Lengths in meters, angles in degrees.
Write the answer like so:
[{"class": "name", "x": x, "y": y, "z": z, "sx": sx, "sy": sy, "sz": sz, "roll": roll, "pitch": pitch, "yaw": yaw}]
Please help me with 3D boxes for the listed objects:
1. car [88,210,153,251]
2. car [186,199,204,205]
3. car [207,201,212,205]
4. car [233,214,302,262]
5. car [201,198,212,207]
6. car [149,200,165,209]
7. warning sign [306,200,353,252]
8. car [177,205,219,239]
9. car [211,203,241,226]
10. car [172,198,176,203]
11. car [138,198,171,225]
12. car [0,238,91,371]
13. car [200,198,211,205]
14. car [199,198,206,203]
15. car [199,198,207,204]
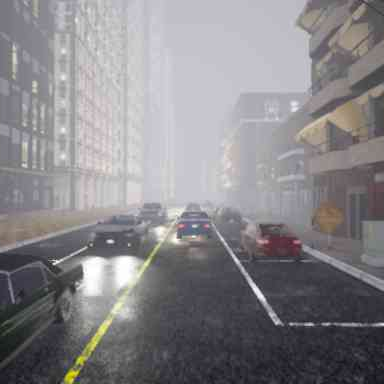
[{"class": "car", "x": -3.069, "y": 1.680, "z": 14.492, "sx": 1.994, "sy": 1.385, "sz": 4.181, "roll": 0, "pitch": 0, "yaw": 0}, {"class": "car", "x": 0.143, "y": 1.923, "z": 42.870, "sx": 1.994, "sy": 1.385, "sz": 4.181, "roll": 0, "pitch": 0, "yaw": 0}, {"class": "car", "x": 2.745, "y": 1.807, "z": 30.810, "sx": 2.008, "sy": 1.369, "sz": 4.403, "roll": 0, "pitch": 0, "yaw": 0}, {"class": "car", "x": 2.762, "y": 1.682, "z": 12.245, "sx": 1.802, "sy": 1.307, "sz": 4.206, "roll": 0, "pitch": 0, "yaw": 0}, {"class": "car", "x": 2.804, "y": 1.992, "z": 64.702, "sx": 1.967, "sy": 1.590, "sz": 4.097, "roll": 0, "pitch": -1, "yaw": 0}, {"class": "car", "x": -5.596, "y": 1.999, "z": 53.419, "sx": 2.008, "sy": 1.369, "sz": 4.403, "roll": 0, "pitch": -1, "yaw": 0}, {"class": "warning sign", "x": 5.086, "y": 1.217, "z": 12.360, "sx": 1.300, "sy": 1.860, "sz": 1.060, "roll": 0, "pitch": -1, "yaw": 0}, {"class": "car", "x": 0.129, "y": 1.698, "z": 18.449, "sx": 2.033, "sy": 1.411, "sz": 5.357, "roll": 0, "pitch": 0, "yaw": 0}, {"class": "car", "x": 2.734, "y": 1.759, "z": 25.163, "sx": 2.008, "sy": 1.369, "sz": 4.403, "roll": 0, "pitch": 0, "yaw": 0}, {"class": "car", "x": -5.528, "y": 2.372, "z": 92.957, "sx": 1.947, "sy": 1.339, "sz": 4.313, "roll": 0, "pitch": -1, "yaw": 0}, {"class": "car", "x": -3.042, "y": 1.564, "z": 25.855, "sx": 2.097, "sy": 1.767, "sz": 4.553, "roll": 0, "pitch": -1, "yaw": 0}, {"class": "car", "x": -3.094, "y": 1.634, "z": 4.500, "sx": 1.895, "sy": 1.301, "sz": 4.718, "roll": 0, "pitch": 0, "yaw": 0}, {"class": "car", "x": 2.794, "y": 2.084, "z": 59.052, "sx": 1.802, "sy": 1.307, "sz": 4.206, "roll": 0, "pitch": -1, "yaw": 0}, {"class": "car", "x": 2.853, "y": 2.376, "z": 92.942, "sx": 1.947, "sy": 1.339, "sz": 4.313, "roll": 0, "pitch": -1, "yaw": 0}, {"class": "car", "x": 2.844, "y": 2.284, "z": 87.464, "sx": 1.752, "sy": 1.417, "sz": 4.829, "roll": 0, "pitch": -1, "yaw": 0}]
